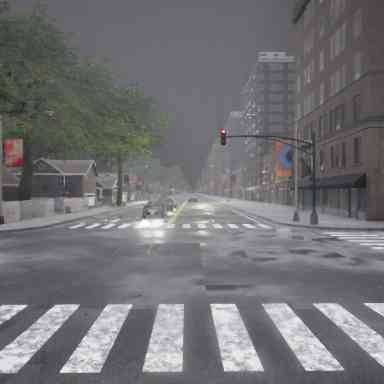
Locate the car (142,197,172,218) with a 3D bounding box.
[{"bbox_3d":[-3.294,1.504,30.130,2.128,1.511,4.902,0,0,0],"label":"car"}]

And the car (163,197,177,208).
[{"bbox_3d":[-3.251,1.554,49.822,1.812,1.442,4.674,0,0,0],"label":"car"}]

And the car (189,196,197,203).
[{"bbox_3d":[0.215,1.546,70.259,2.128,1.511,4.902,0,0,0],"label":"car"}]

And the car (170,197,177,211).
[{"bbox_3d":[-3.275,1.372,39.865,2.097,1.767,4.553,0,0,0],"label":"car"}]
